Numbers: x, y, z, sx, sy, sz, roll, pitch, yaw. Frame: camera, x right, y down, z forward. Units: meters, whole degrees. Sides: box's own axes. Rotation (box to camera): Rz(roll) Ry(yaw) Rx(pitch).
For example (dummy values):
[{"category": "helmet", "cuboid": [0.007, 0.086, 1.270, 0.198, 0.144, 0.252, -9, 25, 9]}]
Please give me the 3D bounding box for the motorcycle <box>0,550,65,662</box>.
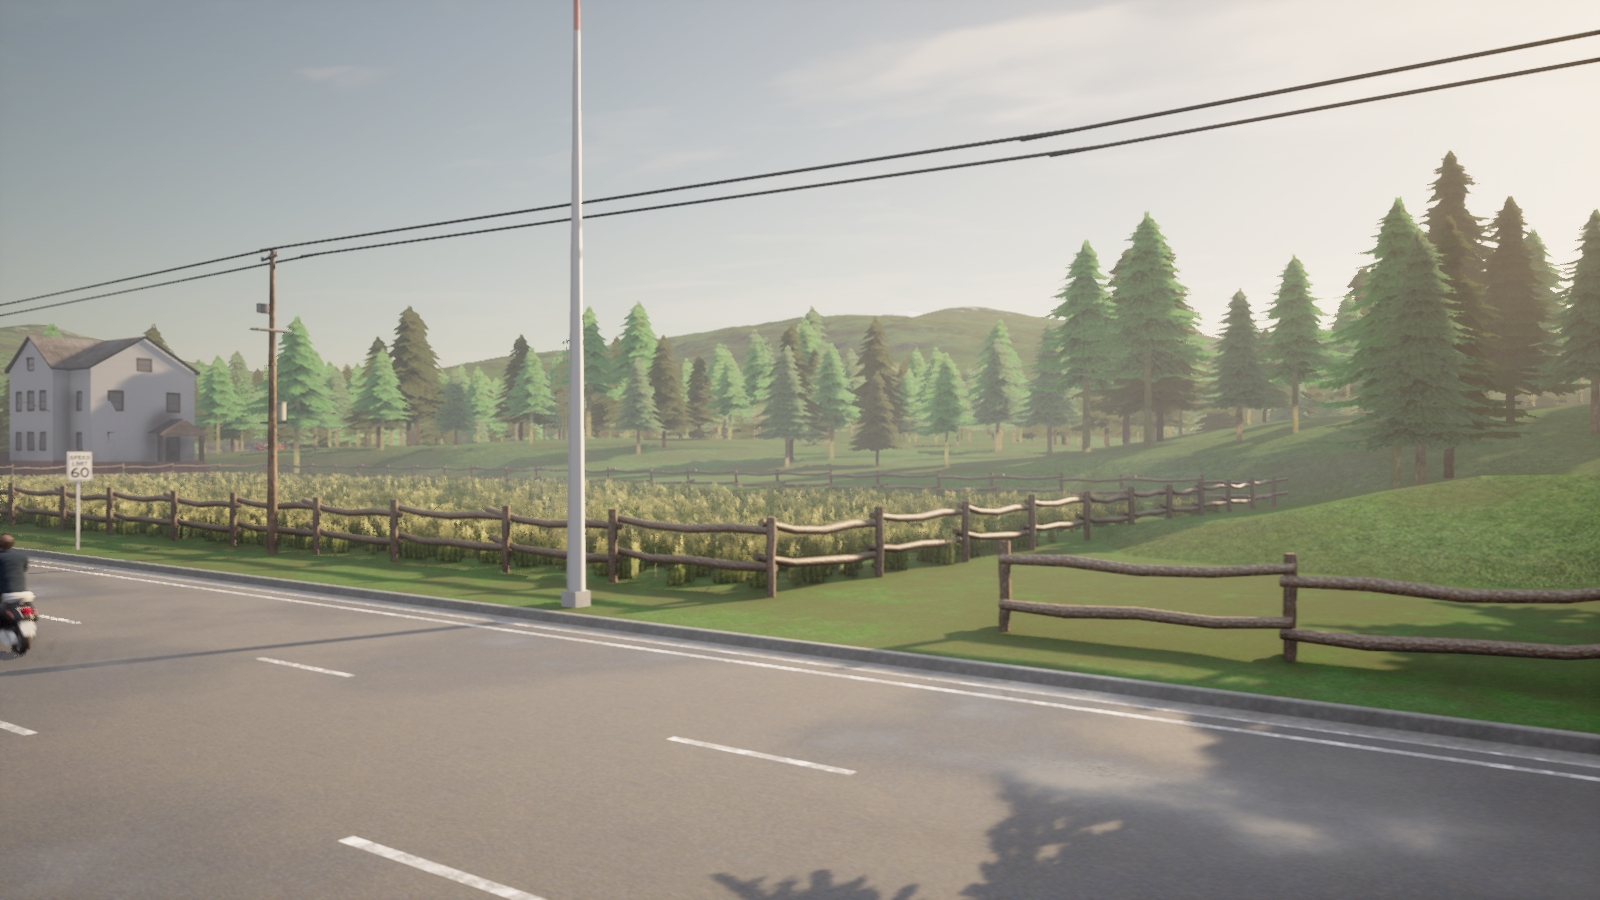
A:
[{"category": "motorcycle", "cuboid": [-11.011, 2.111, 15.762, 1.805, 1.316, 0.856, 0, 0, 35]}]
